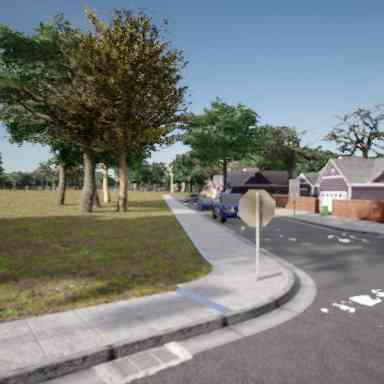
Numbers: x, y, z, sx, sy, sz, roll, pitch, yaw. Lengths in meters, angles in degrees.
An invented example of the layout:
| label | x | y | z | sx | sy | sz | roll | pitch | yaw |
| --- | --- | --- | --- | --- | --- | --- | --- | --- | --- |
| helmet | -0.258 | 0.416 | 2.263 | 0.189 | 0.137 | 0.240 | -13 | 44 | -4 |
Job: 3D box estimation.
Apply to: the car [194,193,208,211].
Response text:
| label | x | y | z | sx | sy | sz | roll | pitch | yaw |
| --- | --- | --- | --- | --- | --- | --- | --- | --- | --- |
| car | 1.698 | 1.272 | 36.948 | 1.882 | 1.535 | 5.008 | 0 | 1 | -6 |

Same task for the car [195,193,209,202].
| label | x | y | z | sx | sy | sz | roll | pitch | yaw |
| --- | --- | --- | --- | --- | --- | --- | --- | --- | --- |
| car | 1.834 | 1.013 | 64.098 | 2.128 | 1.511 | 4.902 | 0 | 1 | -6 |

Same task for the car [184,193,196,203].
| label | x | y | z | sx | sy | sz | roll | pitch | yaw |
| --- | --- | --- | --- | --- | --- | --- | --- | --- | --- |
| car | -0.210 | 1.137 | 55.986 | 1.812 | 1.442 | 4.674 | 0 | 0 | -5 |

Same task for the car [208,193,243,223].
| label | x | y | z | sx | sy | sz | roll | pitch | yaw |
| --- | --- | --- | --- | --- | --- | --- | --- | --- | --- |
| car | 2.914 | 1.121 | 25.172 | 2.150 | 2.045 | 5.566 | 0 | 1 | -6 |

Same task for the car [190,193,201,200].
| label | x | y | z | sx | sy | sz | roll | pitch | yaw |
| --- | --- | --- | --- | --- | --- | --- | --- | --- | --- |
| car | 0.706 | 0.904 | 74.110 | 1.837 | 1.490 | 4.892 | 0 | 1 | -6 |
